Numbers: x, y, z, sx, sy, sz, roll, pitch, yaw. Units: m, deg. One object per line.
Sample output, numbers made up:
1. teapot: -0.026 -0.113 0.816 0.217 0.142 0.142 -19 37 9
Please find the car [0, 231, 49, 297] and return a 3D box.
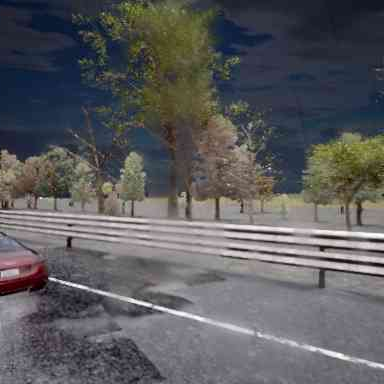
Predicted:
1. car: -5.254 1.596 7.836 4.181 1.385 1.994 0 0 36
